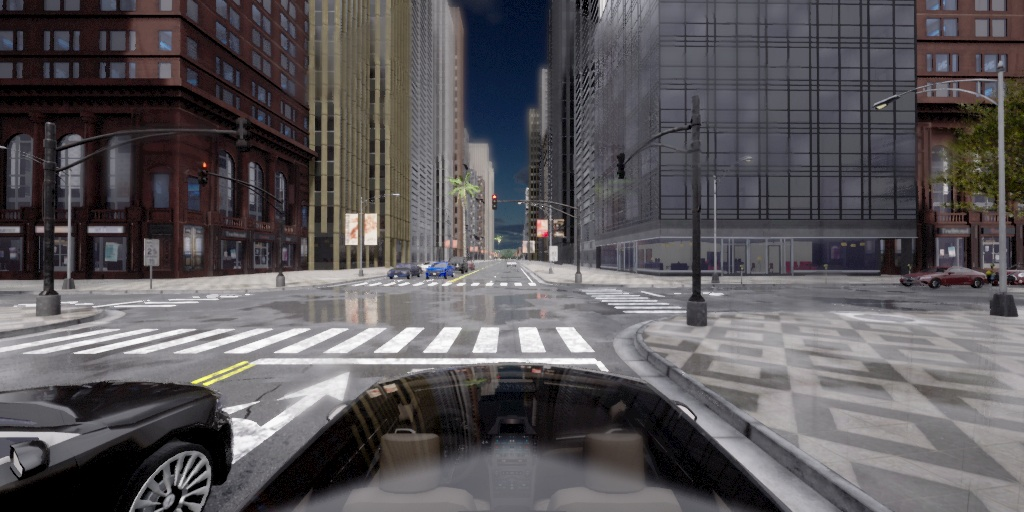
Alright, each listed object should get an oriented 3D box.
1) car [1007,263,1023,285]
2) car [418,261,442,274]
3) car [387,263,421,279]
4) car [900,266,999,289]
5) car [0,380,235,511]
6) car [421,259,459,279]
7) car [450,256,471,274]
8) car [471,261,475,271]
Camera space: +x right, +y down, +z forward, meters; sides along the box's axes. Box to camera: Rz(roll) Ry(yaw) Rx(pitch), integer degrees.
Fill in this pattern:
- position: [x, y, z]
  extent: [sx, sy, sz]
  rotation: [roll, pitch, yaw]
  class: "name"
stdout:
- position: [32.073, 1.117, 22.090]
  extent: [4.097, 1.591, 1.967]
  rotation: [0, 0, -1]
  class: "car"
- position: [-9.913, 1.371, 43.705]
  extent: [1.812, 1.442, 4.674]
  rotation: [0, 0, 0]
  class: "car"
- position: [-9.863, 1.361, 33.518]
  extent: [2.033, 1.411, 5.357]
  rotation: [0, 0, 3]
  class: "car"
- position: [26.435, 1.275, 21.994]
  extent: [4.207, 1.307, 1.802]
  rotation: [0, 0, -1]
  class: "car"
- position: [-3.138, 1.241, 0.908]
  extent: [2.128, 1.511, 4.902]
  rotation: [0, 0, -1]
  class: "car"
- position: [-6.643, 1.291, 33.548]
  extent: [1.882, 1.535, 5.008]
  rotation: [0, 0, 2]
  class: "car"
- position: [-6.659, 1.067, 43.656]
  extent: [2.150, 2.045, 5.566]
  rotation: [0, 0, 0]
  class: "car"
- position: [-6.657, 1.411, 53.946]
  extent: [1.812, 1.442, 4.674]
  rotation: [0, 0, 0]
  class: "car"
